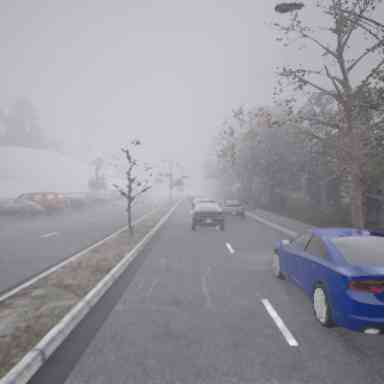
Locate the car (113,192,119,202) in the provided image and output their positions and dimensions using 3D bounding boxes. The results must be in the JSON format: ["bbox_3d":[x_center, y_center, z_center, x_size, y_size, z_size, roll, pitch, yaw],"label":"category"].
[{"bbox_3d":[-13.825,1.038,49.412,4.792,1.488,2.163,-1,1,-20],"label":"car"}]

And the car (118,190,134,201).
[{"bbox_3d":[-13.818,0.865,61.417,4.792,1.488,2.163,-1,1,-20],"label":"car"}]

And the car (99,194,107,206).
[{"bbox_3d":[-13.827,0.969,43.420,4.553,1.767,2.185,-1,1,-20],"label":"car"}]

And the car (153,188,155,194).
[{"bbox_3d":[-13.826,0.180,94.432,4.674,1.452,2.002,-1,1,-20],"label":"car"}]

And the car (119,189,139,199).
[{"bbox_3d":[-14.012,0.748,67.340,5.366,1.575,1.946,-1,1,-20],"label":"car"}]

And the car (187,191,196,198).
[{"bbox_3d":[-0.001,0.532,72.024,1.882,1.535,5.008,0,1,0],"label":"car"}]

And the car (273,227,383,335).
[{"bbox_3d":[3.084,1.470,6.965,1.882,1.535,5.008,0,0,0],"label":"car"}]

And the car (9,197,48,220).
[{"bbox_3d":[-13.861,1.385,25.513,4.674,1.452,2.002,-1,1,-20],"label":"car"}]

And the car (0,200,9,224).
[{"bbox_3d":[-13.841,1.440,19.556,4.792,1.488,2.163,-1,0,-20],"label":"car"}]

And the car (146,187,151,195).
[{"bbox_3d":[-13.860,0.208,82.405,5.566,2.045,2.435,-1,2,-20],"label":"car"}]

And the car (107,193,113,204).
[{"bbox_3d":[-13.848,1.092,46.394,4.674,1.452,2.002,-1,1,-20],"label":"car"}]

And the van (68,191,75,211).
[{"bbox_3d":[-13.756,1.038,31.523,4.442,1.987,1.878,-1,1,-20],"label":"van"}]

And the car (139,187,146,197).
[{"bbox_3d":[-13.814,0.397,73.427,5.566,2.045,2.435,-1,1,-20],"label":"car"}]

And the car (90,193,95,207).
[{"bbox_3d":[-13.852,1.182,37.448,4.892,1.521,2.231,-1,1,-20],"label":"car"}]

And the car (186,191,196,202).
[{"bbox_3d":[-0.001,0.885,57.026,1.882,1.535,5.008,0,1,0],"label":"car"}]

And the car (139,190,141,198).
[{"bbox_3d":[-13.843,0.738,70.413,4.674,1.452,2.002,-1,1,-20],"label":"car"}]

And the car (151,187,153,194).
[{"bbox_3d":[-13.858,0.101,91.418,4.553,1.767,2.185,-1,1,-20],"label":"car"}]

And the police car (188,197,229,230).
[{"bbox_3d":[0.900,1.332,20.560,1.930,1.638,5.238,0,1,0],"label":"police car"}]

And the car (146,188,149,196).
[{"bbox_3d":[-13.661,0.519,79.484,5.366,1.575,1.946,-1,1,-20],"label":"car"}]

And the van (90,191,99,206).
[{"bbox_3d":[-13.968,0.914,40.384,4.442,1.987,1.878,-1,1,-20],"label":"van"}]

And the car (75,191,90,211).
[{"bbox_3d":[-13.838,0.972,34.476,5.566,2.045,2.435,-1,1,-20],"label":"car"}]

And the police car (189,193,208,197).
[{"bbox_3d":[0.900,1.210,30.557,1.930,1.638,5.238,0,1,0],"label":"police car"}]

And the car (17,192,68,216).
[{"bbox_3d":[-13.893,1.057,28.480,5.566,2.045,2.435,-1,1,-20],"label":"car"}]

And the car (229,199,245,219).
[{"bbox_3d":[3.093,1.325,26.847,2.128,1.511,4.902,0,1,0],"label":"car"}]
